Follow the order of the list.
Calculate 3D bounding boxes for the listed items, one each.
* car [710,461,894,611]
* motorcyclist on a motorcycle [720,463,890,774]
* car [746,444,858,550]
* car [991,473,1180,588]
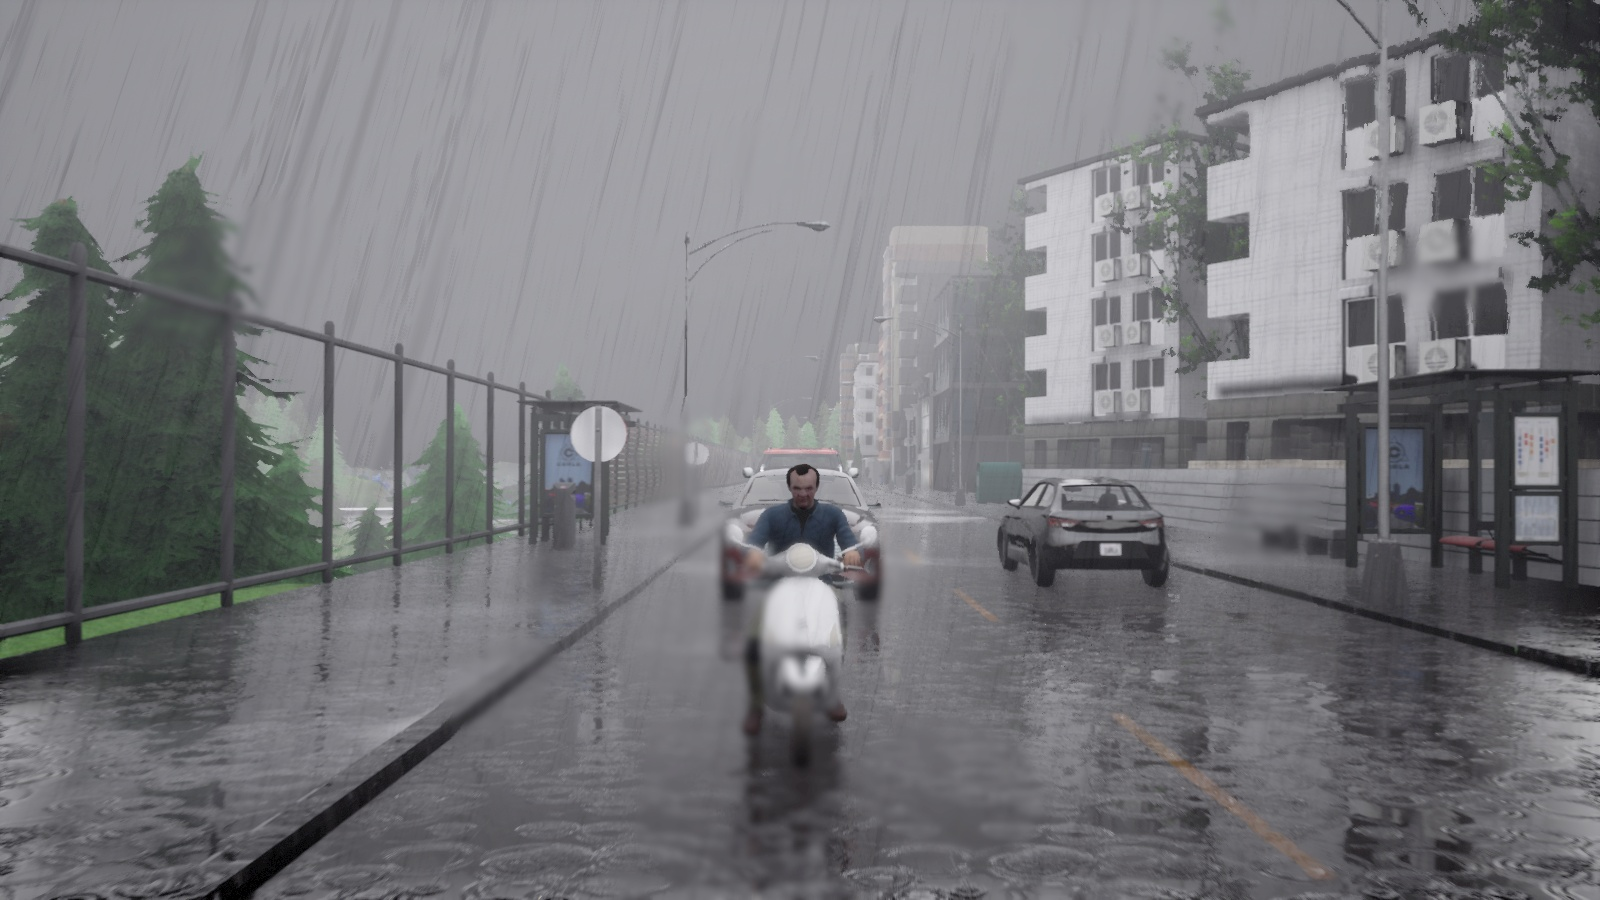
[{"bbox_3d":[0.027,0.991,16.359,2.033,1.649,4.856,0,-1,0],"label":"car"},{"bbox_3d":[0.024,0.877,7.350,0.866,1.590,1.817,0,-1,0],"label":"motorcyclist on a motorcycle"},{"bbox_3d":[0.024,0.943,27.114,2.150,2.045,5.566,0,-1,0],"label":"car"},{"bbox_3d":[4.028,1.090,18.413,1.816,1.474,4.193,0,-1,0],"label":"car"}]
